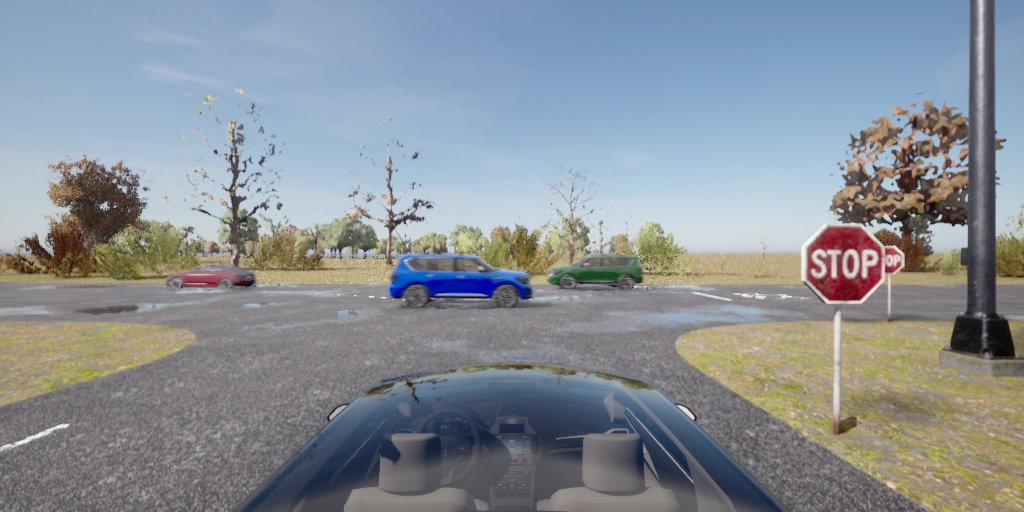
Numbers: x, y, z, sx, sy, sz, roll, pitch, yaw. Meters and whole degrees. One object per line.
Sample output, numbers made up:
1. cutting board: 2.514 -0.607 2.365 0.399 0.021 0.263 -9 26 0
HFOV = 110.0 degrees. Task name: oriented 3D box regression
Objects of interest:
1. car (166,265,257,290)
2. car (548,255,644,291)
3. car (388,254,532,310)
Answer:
1. car: -17.301 1.207 20.779 4.181 1.385 1.994 0 0 -2
2. car: 4.950 0.979 21.335 5.566 2.045 2.150 0 0 -1
3. car: -1.981 0.951 14.173 5.566 2.045 2.150 0 0 -1
